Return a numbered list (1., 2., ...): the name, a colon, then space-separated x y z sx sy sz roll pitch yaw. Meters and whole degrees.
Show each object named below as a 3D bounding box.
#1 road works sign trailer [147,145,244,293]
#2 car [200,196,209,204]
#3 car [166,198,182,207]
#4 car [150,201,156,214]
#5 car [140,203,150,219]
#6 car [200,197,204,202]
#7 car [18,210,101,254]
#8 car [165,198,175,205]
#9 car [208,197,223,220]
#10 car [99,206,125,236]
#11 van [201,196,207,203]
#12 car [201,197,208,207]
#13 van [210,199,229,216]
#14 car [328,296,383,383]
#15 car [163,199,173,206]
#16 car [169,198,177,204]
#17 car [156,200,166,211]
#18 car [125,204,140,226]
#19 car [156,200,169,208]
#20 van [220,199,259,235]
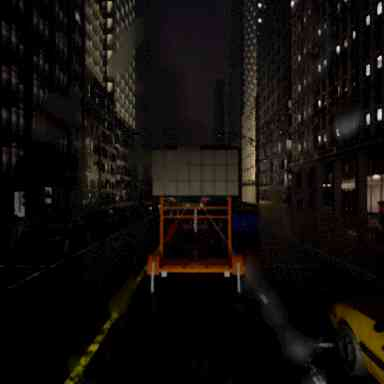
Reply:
1. road works sign trailer: 0.097 0.543 9.051 2.380 3.560 2.880 0 0 1
2. car: 3.351 2.058 87.851 2.192 1.841 5.009 -1 0 0
3. car: -2.638 1.948 52.807 2.128 1.511 4.902 0 -1 1
4. car: -5.410 1.907 36.762 1.802 1.307 4.206 -1 0 0
5. car: -5.454 1.827 31.079 2.008 1.369 4.403 -1 0 0
6. car: 3.308 2.011 82.168 2.192 1.841 5.009 -1 0 0
7. car: -5.581 1.681 14.029 2.008 1.369 4.403 -1 0 0
8. car: -5.113 2.102 76.546 1.967 1.590 4.097 -1 0 0
9. car: 2.925 1.576 31.018 2.192 1.841 5.009 -1 0 0
10. car: -5.538 1.745 19.712 1.947 1.339 4.313 -1 0 0
11. van: 3.394 2.132 93.534 1.690 1.788 3.998 -1 0 0
12. car: 3.141 2.054 59.432 2.008 1.369 4.403 -1 0 0
13. van: 2.968 1.651 36.701 1.690 1.788 3.998 -1 0 0
14. car: 2.715 1.546 2.770 1.752 1.417 4.829 -1 0 0
15. car: -5.154 2.196 70.861 1.802 1.307 4.206 -1 0 0
16. car: -5.028 2.282 87.742 1.752 1.417 4.829 -1 0 0
17. car: -5.325 1.972 48.129 2.008 1.369 4.403 -1 0 0
18. car: -5.496 1.772 25.395 1.887 1.381 4.507 -1 0 0
19. car: -5.240 2.069 59.495 2.008 1.369 4.403 -1 0 0
20. van: 2.840 1.505 19.651 1.690 1.788 3.998 -1 0 0
